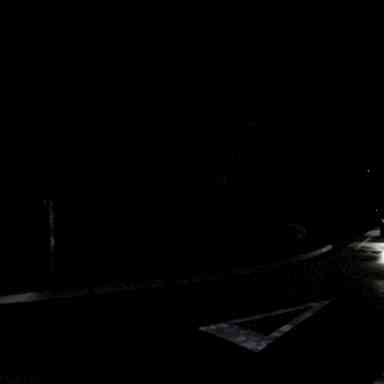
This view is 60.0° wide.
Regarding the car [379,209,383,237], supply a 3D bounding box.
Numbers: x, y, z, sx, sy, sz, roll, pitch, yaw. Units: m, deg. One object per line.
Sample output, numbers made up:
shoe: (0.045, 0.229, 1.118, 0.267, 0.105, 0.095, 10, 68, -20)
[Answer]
car: (12.869, 1.559, 20.266, 2.150, 2.045, 5.566, -2, -1, 35)
